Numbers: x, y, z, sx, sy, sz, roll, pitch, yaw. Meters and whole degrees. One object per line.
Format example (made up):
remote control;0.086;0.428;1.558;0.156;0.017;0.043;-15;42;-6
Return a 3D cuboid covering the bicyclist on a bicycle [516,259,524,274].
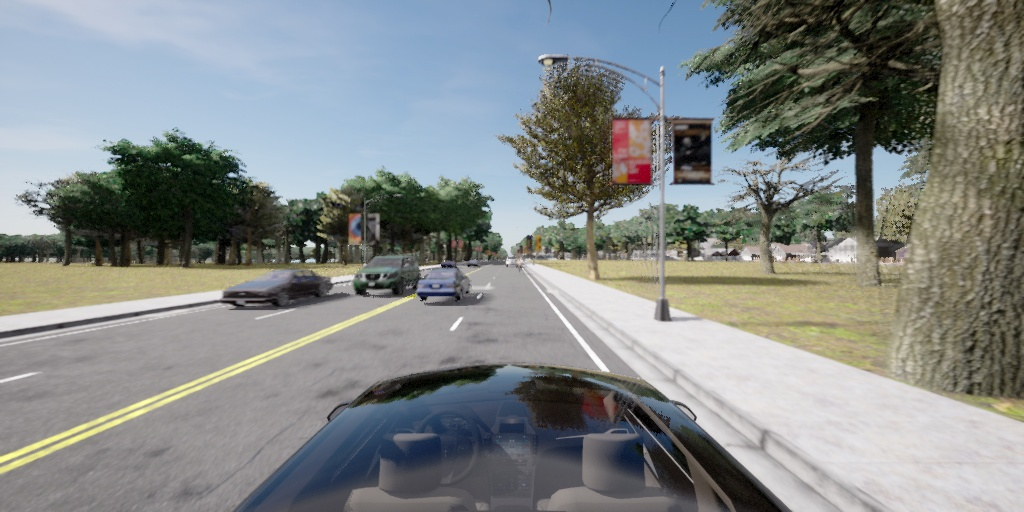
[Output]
bicyclist on a bicycle;0.897;1.184;39.132;0.866;1.612;1.509;0;0;0

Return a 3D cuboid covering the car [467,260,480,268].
car;-6.524;1.308;61.068;2.033;1.411;5.357;0;0;1

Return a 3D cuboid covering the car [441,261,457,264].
car;-9.799;1.357;55.838;1.895;1.301;4.718;0;0;1

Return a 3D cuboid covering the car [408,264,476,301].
car;-3.149;1.295;17.324;2.033;1.411;5.357;0;0;0

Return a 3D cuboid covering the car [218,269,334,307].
car;-9.849;1.295;15.673;2.033;1.411;5.357;0;0;0

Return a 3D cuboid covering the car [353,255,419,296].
car;-6.596;0.968;19.617;2.150;2.045;5.566;0;0;0
